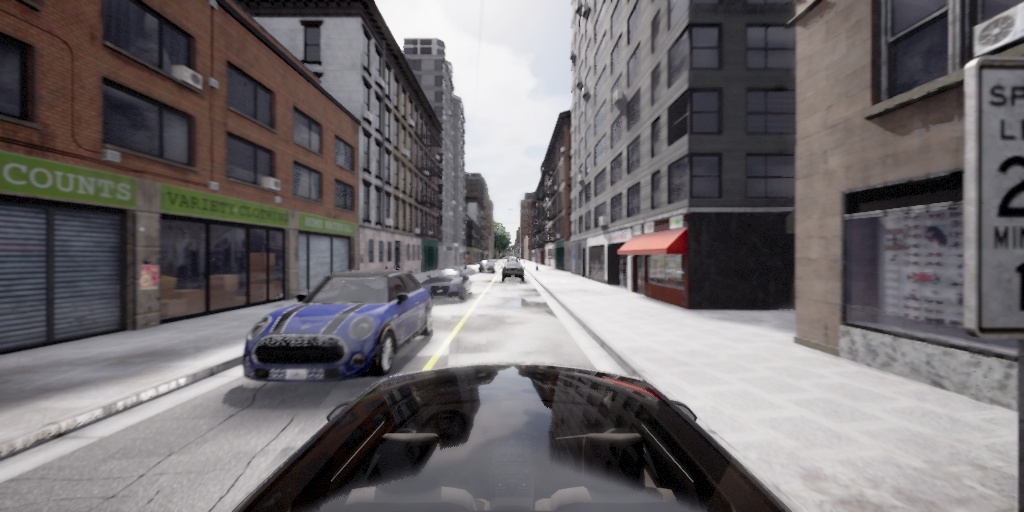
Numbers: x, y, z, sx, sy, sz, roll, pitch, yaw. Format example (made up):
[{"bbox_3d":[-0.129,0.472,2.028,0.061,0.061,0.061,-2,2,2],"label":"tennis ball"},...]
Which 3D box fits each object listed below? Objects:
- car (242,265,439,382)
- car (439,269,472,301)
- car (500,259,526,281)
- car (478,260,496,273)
[{"bbox_3d":[-3.090,1.102,7.393,2.097,1.767,4.553,0,0,0],"label":"car"},{"bbox_3d":[-3.094,1.313,17.360,1.994,1.385,4.181,0,0,0],"label":"car"},{"bbox_3d":[0.083,1.251,29.978,1.837,1.490,4.892,0,1,0],"label":"car"},{"bbox_3d":[-3.032,1.232,43.987,2.128,1.511,4.902,0,0,0],"label":"car"}]
